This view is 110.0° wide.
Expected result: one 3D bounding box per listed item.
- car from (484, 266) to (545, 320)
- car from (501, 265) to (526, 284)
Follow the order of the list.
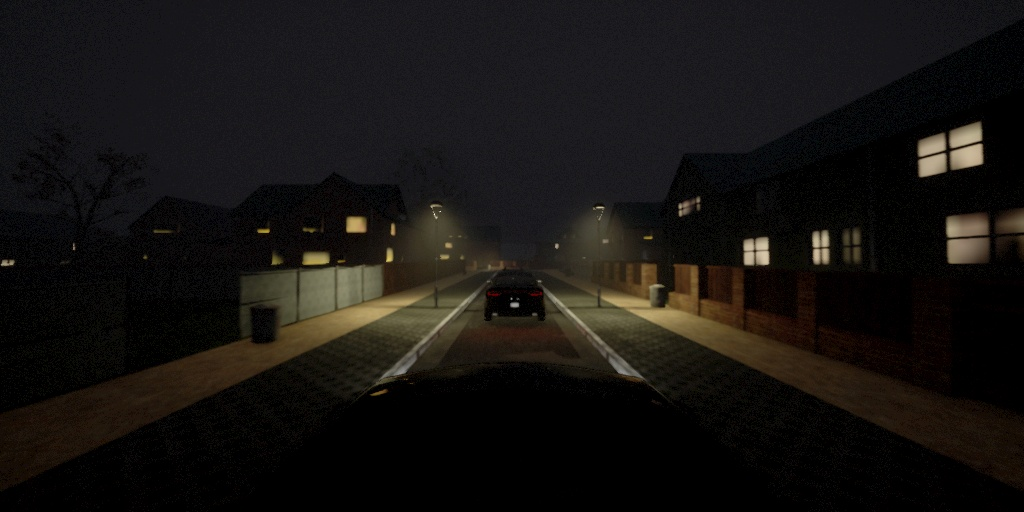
[{"bbox_3d":[0.090,1.277,12.846,1.882,1.535,5.008,0,0,0],"label":"car"},{"bbox_3d":[0.093,1.469,29.636,1.895,1.301,4.718,0,0,0],"label":"car"}]
